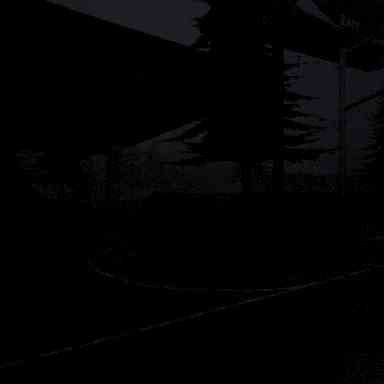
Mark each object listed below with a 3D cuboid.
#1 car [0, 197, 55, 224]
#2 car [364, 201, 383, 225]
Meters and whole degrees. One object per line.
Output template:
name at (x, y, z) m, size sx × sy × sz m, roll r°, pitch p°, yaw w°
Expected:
car at (-11.894, 1.313, 23.518) m, size 3.866 × 1.878 × 1.905 m, roll 0°, pitch 0°, yaw -36°
car at (11.450, 1.317, 21.334) m, size 2.128 × 1.511 × 4.902 m, roll 0°, pitch 1°, yaw -36°
